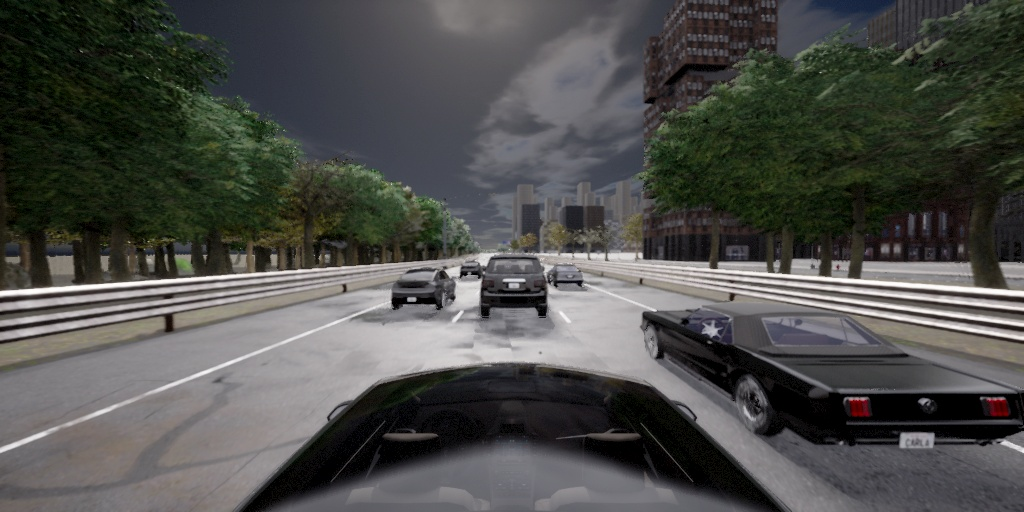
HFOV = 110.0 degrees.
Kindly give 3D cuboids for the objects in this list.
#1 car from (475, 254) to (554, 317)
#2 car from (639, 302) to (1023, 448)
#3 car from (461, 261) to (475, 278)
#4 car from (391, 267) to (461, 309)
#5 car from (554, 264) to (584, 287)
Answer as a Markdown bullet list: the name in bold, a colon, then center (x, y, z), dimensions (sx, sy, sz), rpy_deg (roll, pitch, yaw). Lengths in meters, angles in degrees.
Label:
- **car**: center (0.066, 0.960, 13.218), dimensions (2.150, 2.045, 5.566), rpy_deg (0, 0, 0)
- **car**: center (3.589, 1.347, 5.396), dimensions (1.895, 1.301, 4.718), rpy_deg (0, 0, 0)
- **car**: center (-3.653, 1.210, 32.804), dimensions (1.837, 1.490, 4.892), rpy_deg (0, 0, -1)
- **car**: center (-3.456, 1.242, 14.725), dimensions (1.837, 1.490, 4.892), rpy_deg (0, 0, 0)
- **car**: center (3.462, 1.269, 24.045), dimensions (2.033, 1.411, 5.357), rpy_deg (0, 0, -1)
